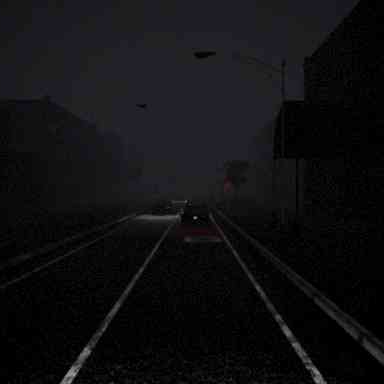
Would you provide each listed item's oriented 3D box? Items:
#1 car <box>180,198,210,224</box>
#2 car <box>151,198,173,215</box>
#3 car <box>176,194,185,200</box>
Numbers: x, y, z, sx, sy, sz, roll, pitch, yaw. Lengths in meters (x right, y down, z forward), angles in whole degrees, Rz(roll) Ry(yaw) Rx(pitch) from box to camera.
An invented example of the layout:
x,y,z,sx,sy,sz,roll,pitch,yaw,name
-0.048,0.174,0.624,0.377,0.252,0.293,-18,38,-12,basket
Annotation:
x,y,z,sx,sy,sz,roll,pitch,yaw,name
0.230,1.431,23.986,2.128,1.511,4.902,0,0,0,car
-2.914,1.372,33.262,1.882,1.535,5.008,0,0,0,car
-2.593,1.155,74.390,1.895,1.301,4.718,0,0,0,car
